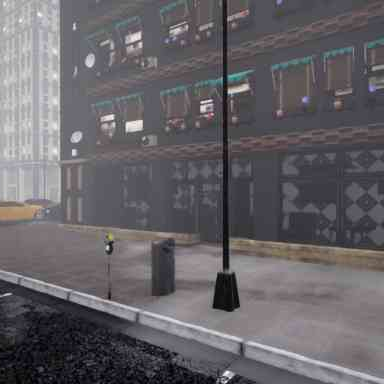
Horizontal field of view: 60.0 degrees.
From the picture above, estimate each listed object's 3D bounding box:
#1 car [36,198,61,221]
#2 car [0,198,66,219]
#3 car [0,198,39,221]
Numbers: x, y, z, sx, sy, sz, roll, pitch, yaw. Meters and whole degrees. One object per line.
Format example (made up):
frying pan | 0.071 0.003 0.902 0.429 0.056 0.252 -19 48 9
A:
car | -8.258 1.279 23.545 1.947 1.339 4.313 1 1 35
car | -12.896 1.263 27.035 1.812 1.442 4.674 0 1 35
car | -12.310 1.255 22.418 1.882 1.535 5.008 0 1 37
